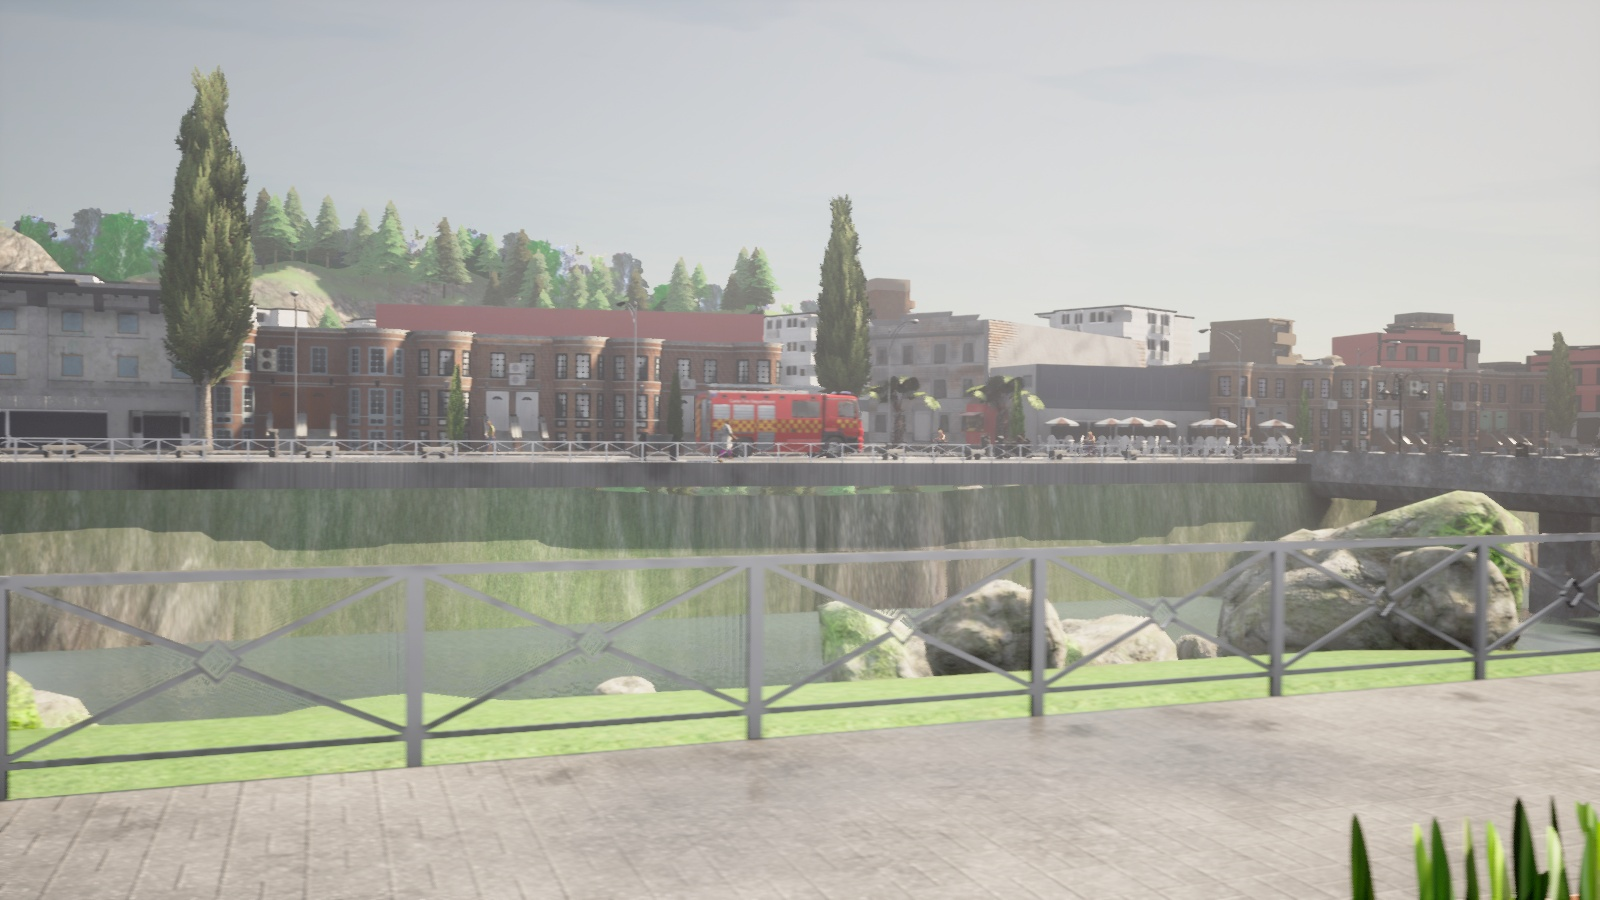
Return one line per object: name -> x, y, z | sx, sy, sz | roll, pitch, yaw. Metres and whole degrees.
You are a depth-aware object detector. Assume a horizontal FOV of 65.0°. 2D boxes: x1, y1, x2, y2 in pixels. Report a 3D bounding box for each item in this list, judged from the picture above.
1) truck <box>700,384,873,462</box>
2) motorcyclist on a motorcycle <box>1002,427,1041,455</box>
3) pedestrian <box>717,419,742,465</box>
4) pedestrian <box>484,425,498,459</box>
truck -> -0.694, -1.420, 65.177 | 8.468, 3.827, 2.891 | -1, 1, -21
motorcyclist on a motorcycle -> 12.382, -0.495, 70.160 | 2.044, 1.523, 0.797 | -1, 1, -21
pedestrian -> -3.096, -0.353, 55.018 | 0.873, 1.952, 0.659 | -1, 1, -23
pedestrian -> -16.973, -0.432, 69.073 | 0.706, 1.836, 0.354 | -1, 1, -17
